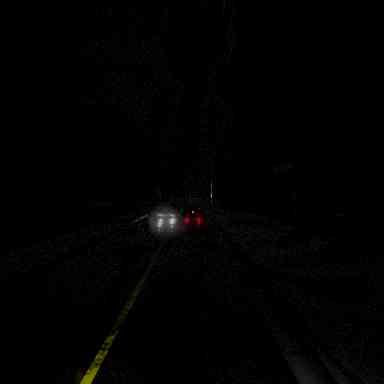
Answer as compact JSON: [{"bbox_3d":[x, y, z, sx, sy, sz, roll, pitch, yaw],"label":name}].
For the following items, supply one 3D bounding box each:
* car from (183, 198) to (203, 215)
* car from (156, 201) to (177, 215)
[{"bbox_3d":[0.099,1.617,33.834,1.895,1.301,4.718,0,0,0],"label":"car"},{"bbox_3d":[-2.588,1.581,34.487,1.994,1.385,4.181,0,0,0],"label":"car"}]
